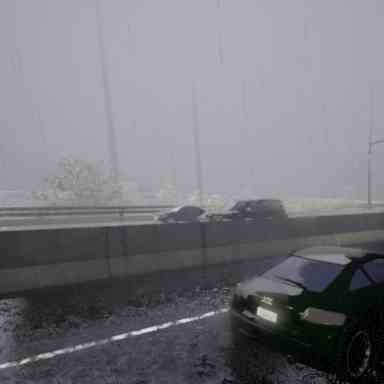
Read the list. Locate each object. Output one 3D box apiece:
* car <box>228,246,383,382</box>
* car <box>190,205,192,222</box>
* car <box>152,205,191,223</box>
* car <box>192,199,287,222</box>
[{"bbox_3d":[2.636,1.634,5.594,4.181,1.385,1.994,1,-1,-35],"label":"car"},{"bbox_3d":[2.847,1.756,23.088,5.357,1.411,2.033,1,-1,-35],"label":"car"},{"bbox_3d":[-0.700,1.708,24.877,4.674,1.442,1.812,1,-1,-35],"label":"car"},{"bbox_3d":[3.061,1.400,18.967,5.566,2.045,2.150,1,-1,-35],"label":"car"}]
